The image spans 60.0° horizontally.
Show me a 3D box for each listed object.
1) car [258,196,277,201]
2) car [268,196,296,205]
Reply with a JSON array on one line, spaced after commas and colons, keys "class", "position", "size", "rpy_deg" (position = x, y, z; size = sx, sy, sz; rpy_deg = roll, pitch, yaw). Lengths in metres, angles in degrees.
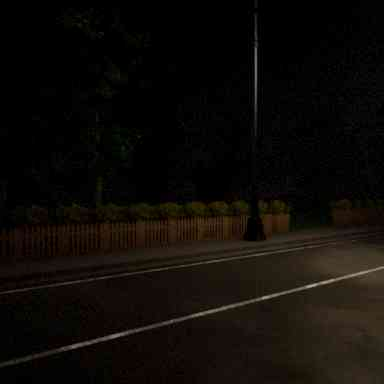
[{"class": "car", "position": [13.384, 1.478, 56.798], "size": [2.128, 1.511, 4.902], "rpy_deg": [0, 0, -35]}, {"class": "car", "position": [15.998, 1.511, 59.184], "size": [1.812, 1.442, 4.674], "rpy_deg": [0, 0, -35]}]
